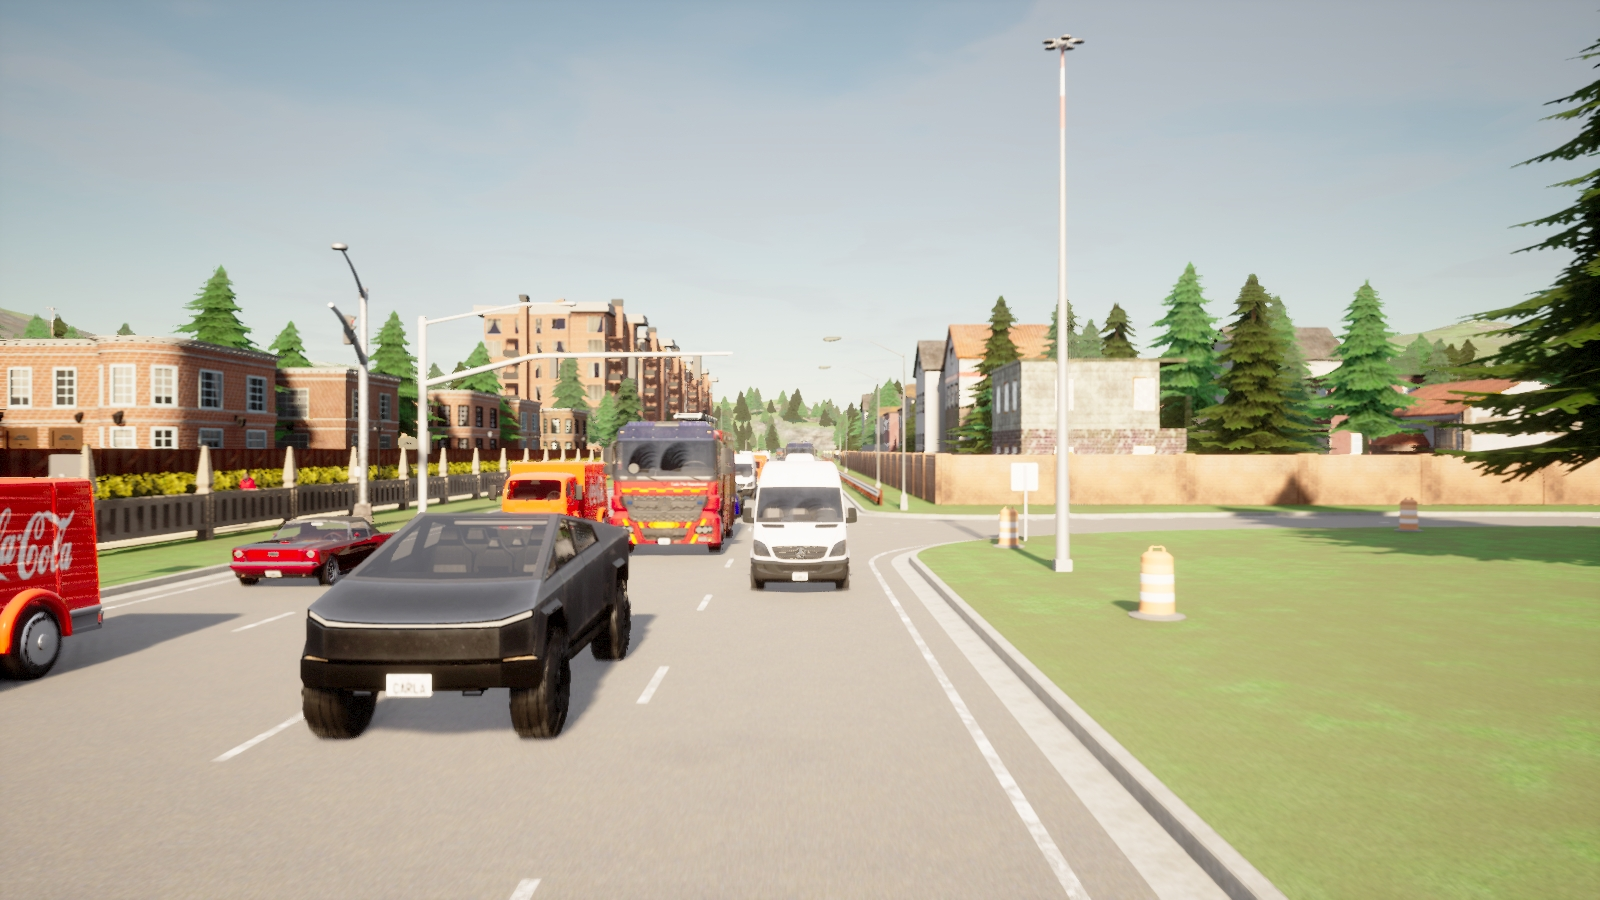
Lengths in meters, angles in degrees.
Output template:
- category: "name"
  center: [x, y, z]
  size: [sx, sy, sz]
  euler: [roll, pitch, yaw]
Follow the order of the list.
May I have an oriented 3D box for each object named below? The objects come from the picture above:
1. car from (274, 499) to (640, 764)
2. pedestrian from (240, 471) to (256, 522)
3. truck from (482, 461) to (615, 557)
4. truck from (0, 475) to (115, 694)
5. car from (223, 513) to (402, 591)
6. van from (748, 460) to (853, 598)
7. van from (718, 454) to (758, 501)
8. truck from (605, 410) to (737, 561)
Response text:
- category: "car"
  center: [-3.500, 1.753, 13.336]
  size: [2.390, 2.098, 6.274]
  euler: [0, 0, 0]
- category: "pedestrian"
  center: [-20.213, 1.701, 41.844]
  size: [0.375, 1.860, 0.375]
  euler: [0, 0, 9]
- category: "truck"
  center: [-7.001, 1.567, 32.461]
  size: [2.627, 2.467, 5.204]
  euler: [0, 0, 0]
- category: "truck"
  center: [-10.500, 1.568, 12.726]
  size: [2.627, 2.467, 5.204]
  euler: [0, 0, 0]
- category: "car"
  center: [-10.499, 2.155, 25.041]
  size: [1.895, 1.301, 4.718]
  euler: [0, 0, 0]
- category: "van"
  center: [0.005, 1.534, 24.679]
  size: [1.988, 2.561, 5.915]
  euler: [0, 0, 0]
- category: "van"
  center: [-3.496, 1.535, 65.598]
  size: [1.988, 2.561, 5.915]
  euler: [0, 0, 0]
- category: "truck"
  center: [-3.503, 0.890, 33.137]
  size: [2.891, 3.827, 8.468]
  euler: [0, 0, 0]
